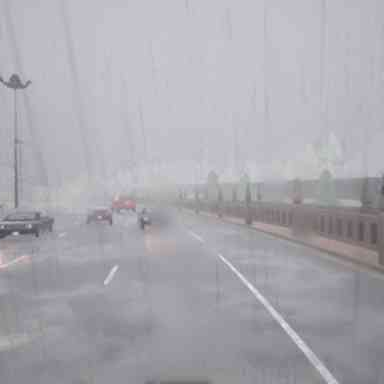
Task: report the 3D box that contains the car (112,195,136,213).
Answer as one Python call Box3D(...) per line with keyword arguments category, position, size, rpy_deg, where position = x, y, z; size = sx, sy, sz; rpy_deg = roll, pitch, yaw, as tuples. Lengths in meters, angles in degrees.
Box3D(category="car", position=(-8.272, 1.395, 39.953), size=(2.150, 2.045, 5.566), rpy_deg=(0, 0, -22))

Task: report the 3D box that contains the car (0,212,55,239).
Box3D(category="car", position=(-8.875, 1.711, 18.127), size=(1.895, 1.301, 4.718), rpy_deg=(0, 0, -11))

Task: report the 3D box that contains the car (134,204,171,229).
Box3D(category="car", position=(-2.684, 1.687, 22.562), size=(1.895, 1.301, 4.718), rpy_deg=(0, 0, -12))

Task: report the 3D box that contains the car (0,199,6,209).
Box3D(category="car", position=(-29.684, 1.917, 50.899), size=(1.812, 1.442, 4.674), rpy_deg=(0, 0, -29))

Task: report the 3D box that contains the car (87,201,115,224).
Box3D(category="car", position=(-7.224, 1.652, 26.111), size=(1.812, 1.442, 4.674), rpy_deg=(0, 0, -15))
